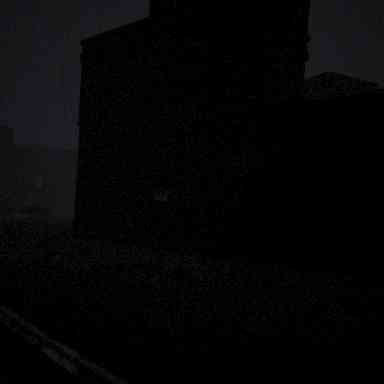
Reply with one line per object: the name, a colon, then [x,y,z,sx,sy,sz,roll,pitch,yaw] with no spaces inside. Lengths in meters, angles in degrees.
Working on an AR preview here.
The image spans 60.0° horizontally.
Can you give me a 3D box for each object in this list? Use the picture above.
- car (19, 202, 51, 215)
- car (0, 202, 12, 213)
car: [-19.884,2.081,42.375,1.882,1.535,5.008,4,-1,6]
car: [-23.403,1.847,39.734,1.994,1.385,4.181,4,-1,2]
